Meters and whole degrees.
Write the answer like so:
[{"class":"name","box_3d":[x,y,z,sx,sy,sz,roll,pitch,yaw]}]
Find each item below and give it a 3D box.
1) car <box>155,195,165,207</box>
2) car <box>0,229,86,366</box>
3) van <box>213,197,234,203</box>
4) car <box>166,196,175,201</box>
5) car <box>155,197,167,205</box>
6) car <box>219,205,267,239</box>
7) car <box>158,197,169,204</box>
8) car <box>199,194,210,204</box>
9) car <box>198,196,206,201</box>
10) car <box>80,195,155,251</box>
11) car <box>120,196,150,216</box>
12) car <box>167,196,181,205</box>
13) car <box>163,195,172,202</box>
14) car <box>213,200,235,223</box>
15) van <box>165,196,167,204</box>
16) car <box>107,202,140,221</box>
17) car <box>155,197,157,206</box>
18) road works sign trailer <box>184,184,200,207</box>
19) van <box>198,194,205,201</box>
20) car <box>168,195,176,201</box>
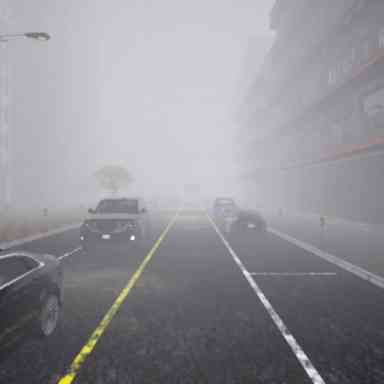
[{"class":"car","box_3d":[-5.697,1.602,50.325,2.008,1.369,4.403,0,0,0]},{"class":"car","box_3d":[-3.096,1.494,3.771,2.128,1.511,4.902,0,0,0]},{"class":"van","box_3d":[2.686,1.361,28.235,1.690,1.788,3.998,0,0,0]},{"class":"car","box_3d":[-5.701,1.678,88.984,2.008,1.369,4.403,0,0,0]},{"class":"car","box_3d":[-5.698,1.613,61.371,1.887,1.381,4.507,0,0,0]},{"class":"car","box_3d":[2.687,1.575,17.188,1.947,1.339,4.313,0,0,0]},{"class":"car","box_3d":[-5.699,1.644,66.894,1.947,1.339,4.313,0,0,0]},{"class":"car","box_3d":[2.682,1.629,66.894,2.008,1.369,4.403,0,0,0]},{"class":"car","box_3d":[2.680,1.672,88.985,1.887,1.381,4.507,0,0,0]},{"class":"car","box_3d":[-3.087,1.229,14.526,2.150,2.045,5.566,0,0,-1]},{"class":"car","box_3d":[-5.696,1.342,33.756,2.192,1.841,5.009,0,0,0]},{"class":"car","box_3d":[-3.047,1.574,58.577,1.837,1.490,4.892,0,0,1]},{"class":"car","box_3d":[-5.700,1.541,77.940,1.967,1.590,4.097,0,0,0]},{"class":"car","box_3d":[2.687,1.540,22.881,1.752,1.417,4.829,0,0,0]},{"class":"van","box_3d":[-5.698,1.400,55.848,1.690,1.788,3.998,0,0,0]},{"class":"car","box_3d":[-5.695,1.586,28.234,1.947,1.339,4.313,0,0,0]},{"class":"car","box_3d":[-5.696,1.585,39.280,2.008,1.369,4.403,0,0,0]},{"class":"road works sign trailer","box_3d":[-0.004,0.518,52.225,2.380,3.560,2.880,0,0,0]},{"class":"van","box_3d":[2.679,1.482,94.508,1.690,1.788,3.998,0,0,0]},{"class":"car","box_3d":[-5.701,1.692,94.508,2.008,1.369,4.403,0,0,0]}]
